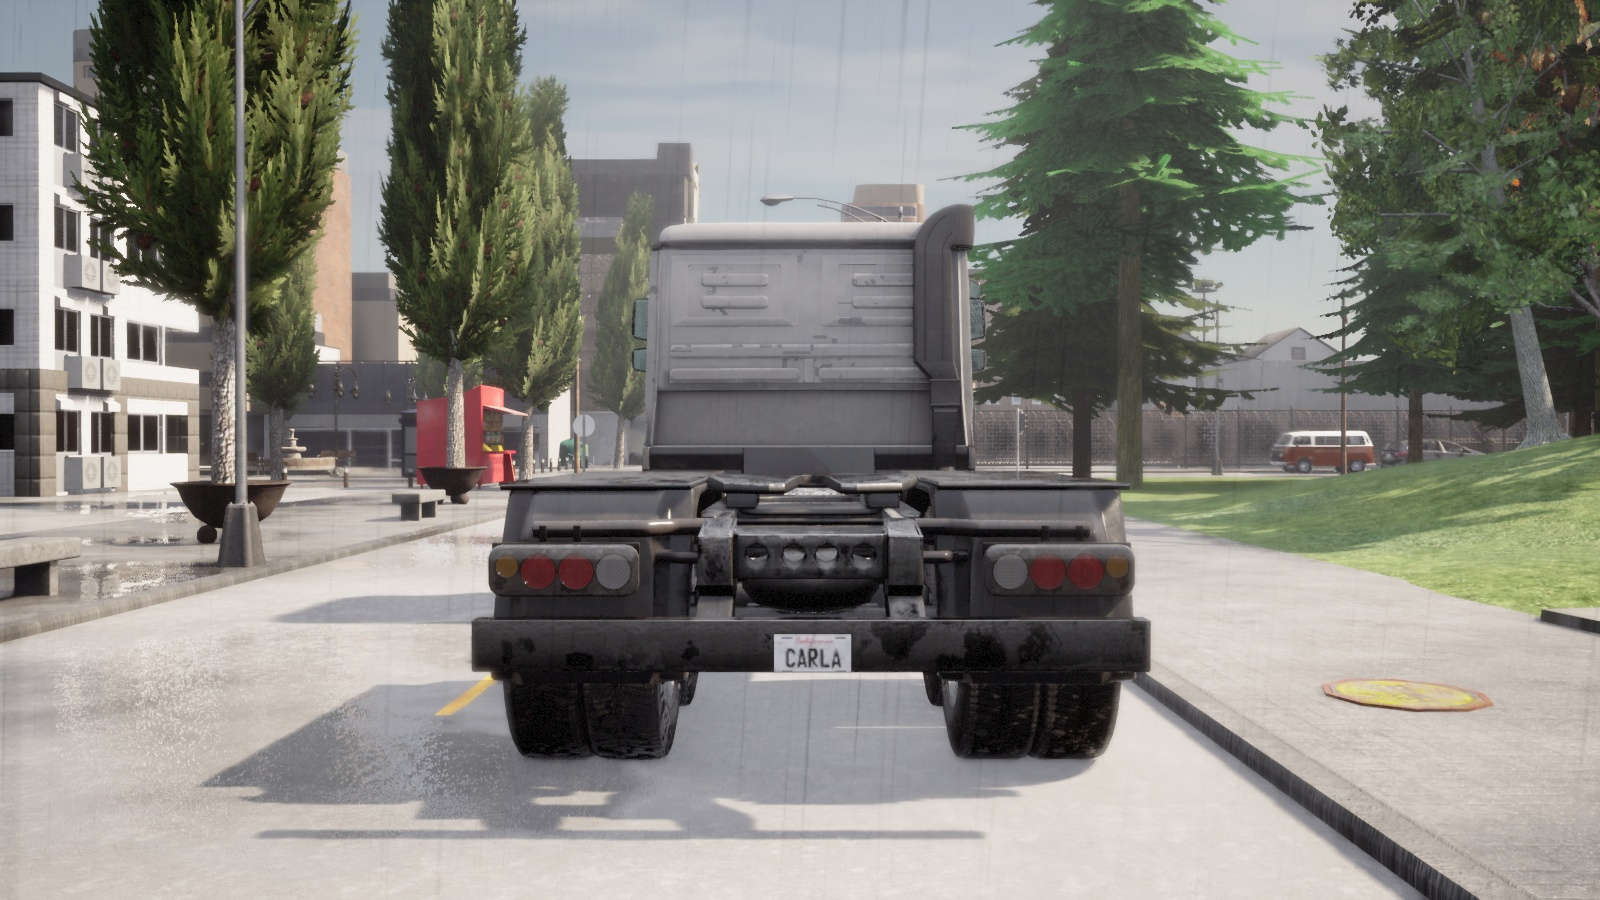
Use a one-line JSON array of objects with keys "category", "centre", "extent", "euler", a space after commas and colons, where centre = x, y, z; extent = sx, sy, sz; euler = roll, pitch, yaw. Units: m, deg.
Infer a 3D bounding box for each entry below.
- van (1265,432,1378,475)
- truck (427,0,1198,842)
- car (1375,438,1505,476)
[{"category": "van", "centre": [24.710, 0.153, 59.602], "extent": [4.480, 2.038, 2.069], "euler": [0, 0, 0]}, {"category": "truck", "centre": [0.066, -0.284, 8.680], "extent": [2.891, 3.462, 7.936], "euler": [0, 0, 0]}, {"category": "car", "centre": [28.257, 0.300, 55.584], "extent": [4.611, 1.667, 2.242], "euler": [0, 0, 0]}]
